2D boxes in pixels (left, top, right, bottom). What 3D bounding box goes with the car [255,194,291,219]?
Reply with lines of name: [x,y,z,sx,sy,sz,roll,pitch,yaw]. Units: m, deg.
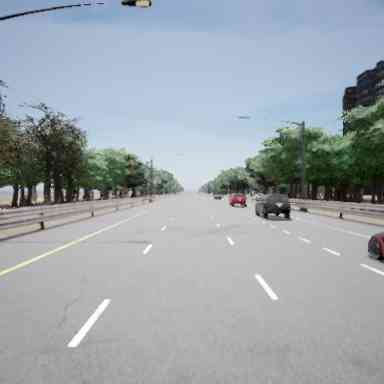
car: [7.042,1.214,29.363,2.150,2.045,5.566,0,0,0]

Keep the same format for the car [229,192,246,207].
car: [7.113,1.224,52.098,2.150,2.045,5.566,0,0,0]

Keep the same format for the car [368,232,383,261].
car: [7.004,1.565,9.692,1.994,1.385,4.181,0,0,0]
